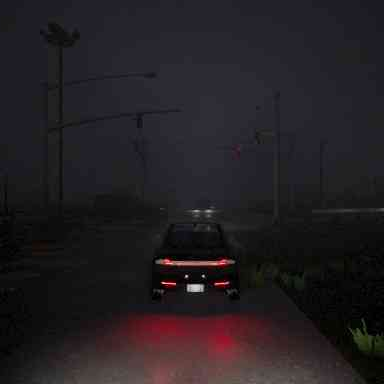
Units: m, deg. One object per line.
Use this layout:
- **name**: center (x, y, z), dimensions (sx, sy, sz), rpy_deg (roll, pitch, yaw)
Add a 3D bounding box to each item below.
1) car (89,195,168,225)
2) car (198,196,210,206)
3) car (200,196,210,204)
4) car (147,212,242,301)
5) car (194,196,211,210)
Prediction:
- **car**: center (-4.484, 1.224, 23.839), dimensions (5.566, 2.045, 2.150), rpy_deg (0, 0, 2)
- **car**: center (1.955, 1.443, 53.313), dimensions (1.882, 1.535, 5.008), rpy_deg (0, 0, 3)
- **car**: center (2.514, 1.529, 63.603), dimensions (1.994, 1.385, 4.181), rpy_deg (0, 0, 3)
- **car**: center (0.079, 1.492, 8.323), dimensions (2.128, 1.511, 4.902), rpy_deg (0, 0, 0)
- **car**: center (1.422, 1.491, 42.909), dimensions (1.812, 1.442, 4.674), rpy_deg (0, 0, 3)
